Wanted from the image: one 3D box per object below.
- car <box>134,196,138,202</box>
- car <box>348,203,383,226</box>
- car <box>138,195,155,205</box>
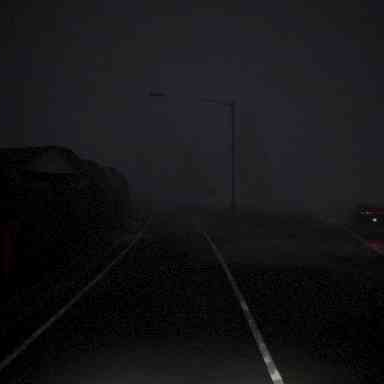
[{"bbox_3d":[-11.451,1.499,73.850,1.812,1.442,4.674,0,0,-19],"label":"car"},{"bbox_3d":[12.320,1.527,23.476,1.837,1.490,4.892,0,0,17],"label":"car"},{"bbox_3d":[-8.535,1.474,64.122,2.097,1.767,4.553,0,0,-16],"label":"car"}]
